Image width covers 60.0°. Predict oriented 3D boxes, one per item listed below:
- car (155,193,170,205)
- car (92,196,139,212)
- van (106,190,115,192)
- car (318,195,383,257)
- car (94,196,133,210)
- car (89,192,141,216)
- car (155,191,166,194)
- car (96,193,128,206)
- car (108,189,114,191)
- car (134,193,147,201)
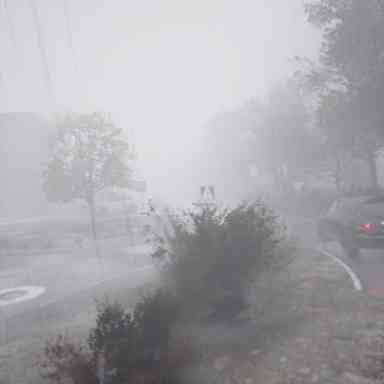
[{"bbox_3d":[-3.762,1.296,39.798,1.812,1.442,4.674,-4,2,-15],"label":"car"},{"bbox_3d":[-9.763,1.505,42.591,5.366,1.575,1.946,-5,2,-35],"label":"car"},{"bbox_3d":[-11.539,1.211,48.220,4.442,1.987,1.878,-5,3,-34],"label":"van"},{"bbox_3d":[6.622,1.172,13.070,2.150,2.045,5.566,-3,0,7],"label":"car"},{"bbox_3d":[-10.677,1.515,45.393,4.674,1.452,2.002,-5,2,-35],"label":"car"},{"bbox_3d":[-8.425,1.370,36.640,5.566,2.045,2.435,-5,3,-35],"label":"car"},{"bbox_3d":[-6.101,0.586,65.291,1.882,1.535,5.008,-4,2,-14],"label":"car"},{"bbox_3d":[-12.976,1.208,54.097,4.553,1.767,2.185,-5,2,-34],"label":"car"},{"bbox_3d":[-16.679,0.845,68.662,5.566,2.045,2.435,-5,2,-34],"label":"car"},{"bbox_3d":[-9.964,0.917,63.984,2.033,1.411,5.357,-4,2,-14],"label":"car"}]
